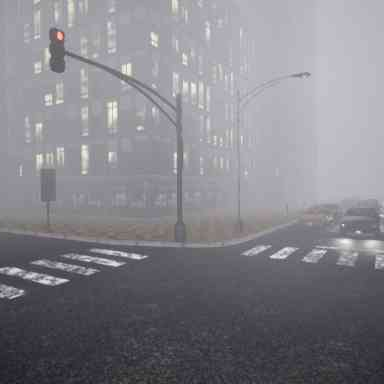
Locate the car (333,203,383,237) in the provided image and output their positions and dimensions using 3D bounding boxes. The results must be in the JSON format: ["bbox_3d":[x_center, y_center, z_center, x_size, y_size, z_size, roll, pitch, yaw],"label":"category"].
[{"bbox_3d":[9.311,1.537,18.308,2.033,1.411,5.357,0,0,29],"label":"car"}]

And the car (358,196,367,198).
[{"bbox_3d":[19.263,1.485,35.827,1.837,1.490,4.892,0,0,29],"label":"car"}]

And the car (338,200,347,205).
[{"bbox_3d":[10.755,1.553,26.205,1.947,1.339,4.313,-1,0,29],"label":"car"}]

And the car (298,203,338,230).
[{"bbox_3d":[7.901,1.515,21.128,1.752,1.417,4.829,-1,0,29],"label":"car"}]

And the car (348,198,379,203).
[{"bbox_3d":[14.204,1.476,26.973,2.128,1.511,4.902,0,0,30],"label":"car"}]

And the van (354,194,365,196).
[{"bbox_3d":[30.144,1.311,60.713,1.690,1.788,3.998,-1,0,29],"label":"van"}]

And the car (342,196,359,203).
[{"bbox_3d":[19.065,1.524,40.993,1.887,1.381,4.507,-1,0,29],"label":"car"}]
